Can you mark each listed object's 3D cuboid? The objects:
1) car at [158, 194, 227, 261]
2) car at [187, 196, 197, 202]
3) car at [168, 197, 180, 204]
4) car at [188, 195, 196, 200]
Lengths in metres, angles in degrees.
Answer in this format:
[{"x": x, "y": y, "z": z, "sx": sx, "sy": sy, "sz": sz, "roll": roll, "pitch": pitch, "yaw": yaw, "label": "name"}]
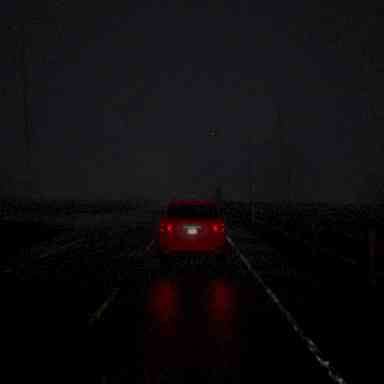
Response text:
[{"x": 0.033, "y": 1.236, "z": 12.407, "sx": 2.150, "sy": 2.045, "sz": 5.566, "roll": 0, "pitch": 0, "yaw": 0, "label": "car"}, {"x": 0.002, "y": 1.597, "z": 77.320, "sx": 2.128, "sy": 1.511, "sz": 4.902, "roll": 0, "pitch": 0, "yaw": 0, "label": "car"}, {"x": -3.514, "y": 1.624, "z": 65.746, "sx": 1.994, "sy": 1.385, "sz": 4.181, "roll": 0, "pitch": 0, "yaw": 0, "label": "car"}, {"x": 0.003, "y": 1.509, "z": 87.772, "sx": 1.895, "sy": 1.301, "sz": 4.718, "roll": 0, "pitch": 0, "yaw": 0, "label": "car"}]
